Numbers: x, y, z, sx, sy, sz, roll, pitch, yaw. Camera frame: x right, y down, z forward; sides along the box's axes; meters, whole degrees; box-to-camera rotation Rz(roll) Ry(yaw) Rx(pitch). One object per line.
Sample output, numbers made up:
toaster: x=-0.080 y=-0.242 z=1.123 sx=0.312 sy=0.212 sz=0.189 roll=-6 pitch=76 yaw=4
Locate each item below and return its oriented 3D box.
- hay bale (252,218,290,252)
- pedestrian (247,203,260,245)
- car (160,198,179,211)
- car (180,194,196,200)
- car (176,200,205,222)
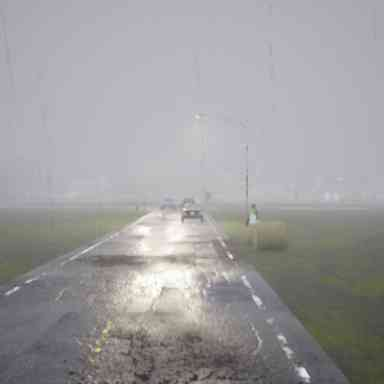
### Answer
hay bale: x=3.123 y=1.695 z=13.327 sx=1.220 sy=1.180 sz=1.240 roll=0 pitch=0 yaw=0
pedestrian: x=2.711 y=1.342 z=14.435 sx=0.375 sy=1.860 sz=0.375 roll=0 pitch=0 yaw=4
car: x=-2.762 y=1.413 z=40.338 sx=1.882 sy=1.535 sz=5.008 roll=0 pitch=0 yaw=0
car: x=-0.823 y=1.474 z=43.794 sx=2.097 sy=1.767 sz=4.553 roll=0 pitch=0 yaw=-12
car: x=0.049 y=1.627 z=27.285 sx=2.033 sy=1.411 sz=5.357 roll=0 pitch=0 yaw=0
